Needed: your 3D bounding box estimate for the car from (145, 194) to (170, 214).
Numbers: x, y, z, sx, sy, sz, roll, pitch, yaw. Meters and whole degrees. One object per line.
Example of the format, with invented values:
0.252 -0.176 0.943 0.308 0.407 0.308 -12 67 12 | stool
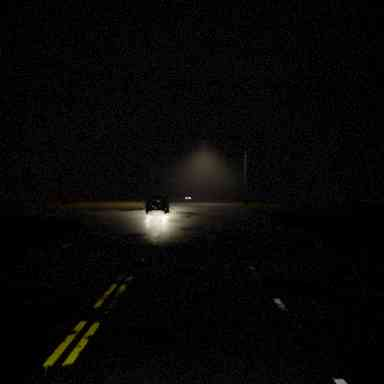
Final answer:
-3.429 1.190 33.995 2.150 2.045 5.566 0 -1 0 | car
